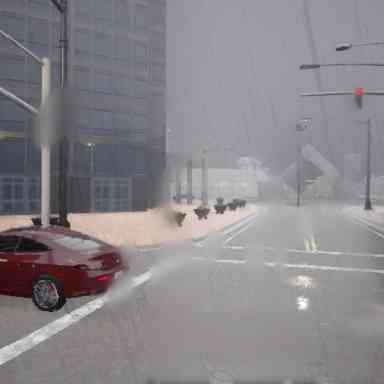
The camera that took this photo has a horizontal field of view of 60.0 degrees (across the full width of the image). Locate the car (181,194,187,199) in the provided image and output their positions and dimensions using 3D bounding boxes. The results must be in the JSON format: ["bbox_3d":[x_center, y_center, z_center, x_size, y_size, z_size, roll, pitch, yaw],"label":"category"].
[{"bbox_3d":[-2.545,1.165,90.158,5.357,1.411,2.033,0,0,8],"label":"car"}]

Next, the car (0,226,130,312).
[{"bbox_3d":[-3.642,1.496,7.341,4.674,1.442,1.812,0,0,17],"label":"car"}]
